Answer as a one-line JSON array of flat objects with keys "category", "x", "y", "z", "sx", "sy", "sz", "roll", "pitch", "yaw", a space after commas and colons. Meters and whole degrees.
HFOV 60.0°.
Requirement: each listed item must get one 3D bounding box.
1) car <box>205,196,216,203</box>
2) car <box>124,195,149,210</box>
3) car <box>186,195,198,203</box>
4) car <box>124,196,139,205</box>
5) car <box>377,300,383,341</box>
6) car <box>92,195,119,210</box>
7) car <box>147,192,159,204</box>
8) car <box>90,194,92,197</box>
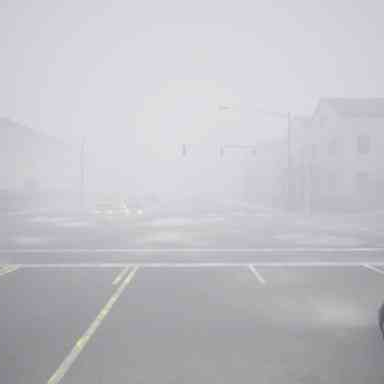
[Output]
[{"category": "car", "x": 3.502, "y": 1.446, "z": 63.111, "sx": 1.895, "sy": 1.301, "sz": 4.718, "roll": 0, "pitch": 0, "yaw": 0}, {"category": "car", "x": -7.084, "y": 1.402, "z": 42.106, "sx": 1.837, "sy": 1.490, "sz": 4.892, "roll": 0, "pitch": 0, "yaw": 0}, {"category": "car", "x": 0.003, "y": 1.339, "z": 63.081, "sx": 2.128, "sy": 1.511, "sz": 4.902, "roll": 0, "pitch": 0, "yaw": 0}, {"category": "car", "x": -10.541, "y": 1.459, "z": 58.245, "sx": 1.895, "sy": 1.301, "sz": 4.718, "roll": 0, "pitch": 0, "yaw": 1}, {"category": "car", "x": 3.578, "y": 1.519, "z": 2.868, "sx": 1.812, "sy": 1.442, "sz": 4.674, "roll": 0, "pitch": 0, "yaw": 0}, {"category": "car", "x": -10.585, "y": 1.375, "z": 41.809, "sx": 1.882, "sy": 1.535, "sz": 5.008, "roll": 0, "pitch": 0, "yaw": 0}, {"category": "car", "x": -7.038, "y": 1.077, "z": 58.760, "sx": 2.150, "sy": 2.045, "sz": 5.566, "roll": 0, "pitch": 0, "yaw": 1}, {"category": "car", "x": -28.175, "y": 1.236, "z": 88.804, "sx": 2.038, "sy": 1.542, "sz": 4.974, "roll": 0, "pitch": 0, "yaw": -36}]
